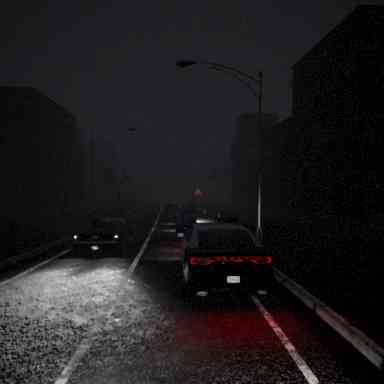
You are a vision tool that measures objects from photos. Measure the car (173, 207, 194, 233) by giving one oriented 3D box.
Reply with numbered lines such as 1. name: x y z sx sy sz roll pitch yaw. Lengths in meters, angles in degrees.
1. car: 0.010 1.754 18.794 1.812 1.442 4.674 0 -1 -4

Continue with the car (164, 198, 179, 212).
1. car: -2.783 1.954 45.394 2.128 1.511 4.902 0 -1 -4

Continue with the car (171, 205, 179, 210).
1. car: -0.419 1.905 24.788 1.812 1.442 4.674 0 -1 -4

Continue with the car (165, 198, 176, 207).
1. car: -3.779 1.796 59.148 1.895 1.301 4.718 0 2 -4

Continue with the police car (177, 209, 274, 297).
1. police car: 0.652 1.472 8.848 1.930 1.638 5.238 0 -1 -3

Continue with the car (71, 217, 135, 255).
1. car: -3.599 1.739 14.123 1.895 1.301 4.718 0 -1 -4
